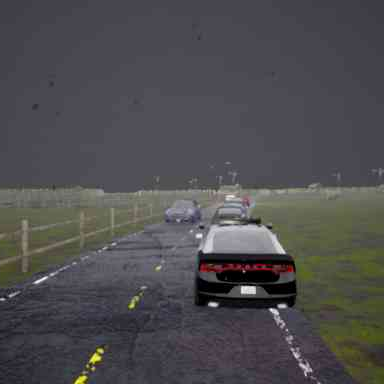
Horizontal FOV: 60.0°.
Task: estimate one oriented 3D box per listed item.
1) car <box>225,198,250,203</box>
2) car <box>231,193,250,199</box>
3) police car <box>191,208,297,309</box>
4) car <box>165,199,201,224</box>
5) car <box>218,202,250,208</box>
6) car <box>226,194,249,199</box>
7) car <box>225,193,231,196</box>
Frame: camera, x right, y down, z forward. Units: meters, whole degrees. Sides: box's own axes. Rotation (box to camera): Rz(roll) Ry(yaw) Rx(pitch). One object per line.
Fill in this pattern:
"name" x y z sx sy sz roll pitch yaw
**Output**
"car" 2.947 1.453 23.625 1.882 1.535 5.008 0 0 10
"car" 7.755 1.154 51.290 2.150 2.045 5.566 0 0 12
"police car" 1.098 1.420 8.092 1.930 1.638 5.238 0 0 4
"car" -0.538 1.328 24.532 2.097 1.767 4.553 0 0 10
"car" 2.050 1.489 17.784 1.837 1.490 4.892 0 0 8
"car" 5.658 1.427 41.184 1.882 1.535 5.008 0 0 12
"car" 7.857 1.131 65.332 2.150 2.045 5.566 0 0 12
